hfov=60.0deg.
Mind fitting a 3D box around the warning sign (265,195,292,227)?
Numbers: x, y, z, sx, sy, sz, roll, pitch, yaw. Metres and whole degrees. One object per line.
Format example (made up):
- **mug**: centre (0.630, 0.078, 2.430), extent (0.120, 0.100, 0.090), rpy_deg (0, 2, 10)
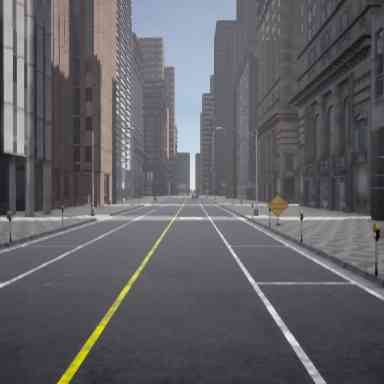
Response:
- **warning sign**: centre (5.071, 1.099, 19.659), extent (1.300, 1.860, 1.060), rpy_deg (0, 0, 0)
